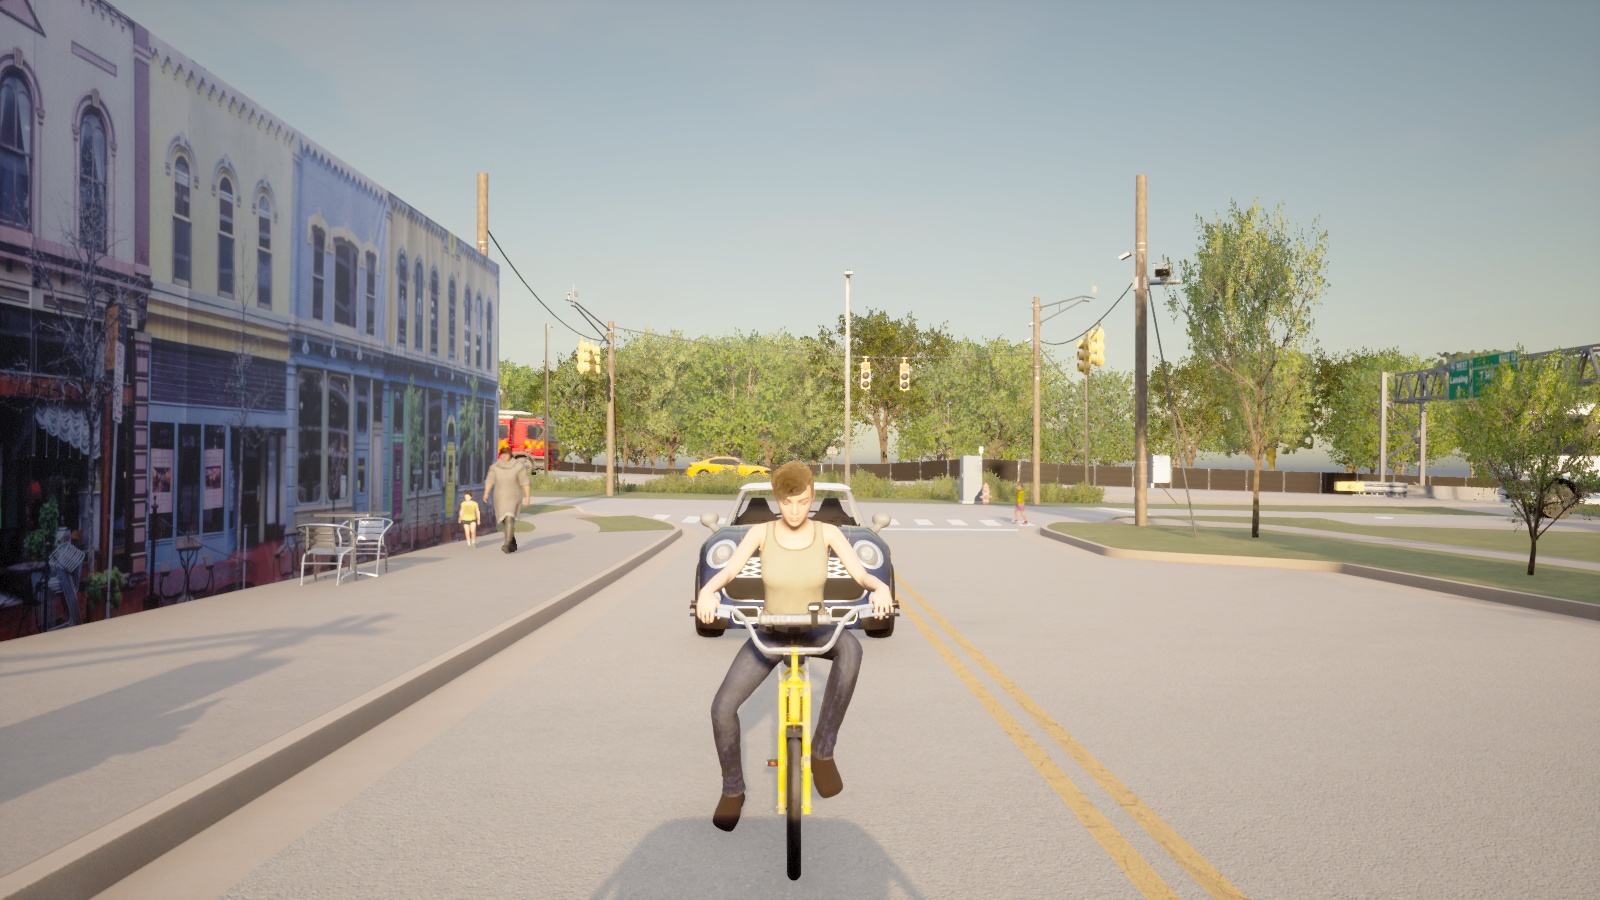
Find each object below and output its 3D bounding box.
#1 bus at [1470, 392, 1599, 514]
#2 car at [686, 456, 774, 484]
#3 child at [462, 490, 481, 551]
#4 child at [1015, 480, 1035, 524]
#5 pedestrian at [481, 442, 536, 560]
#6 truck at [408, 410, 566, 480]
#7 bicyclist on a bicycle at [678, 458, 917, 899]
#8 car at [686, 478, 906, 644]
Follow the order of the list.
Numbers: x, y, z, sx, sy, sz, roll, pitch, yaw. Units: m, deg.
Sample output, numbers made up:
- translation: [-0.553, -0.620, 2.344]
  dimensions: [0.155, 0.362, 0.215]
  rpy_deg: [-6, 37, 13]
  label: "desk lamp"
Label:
- translation: [30.172, 0.188, 45.107]
  dimensions: [10.273, 4.253, 3.944]
  rpy_deg: [1, -1, 19]
  label: "bus"
- translation: [-4.033, 1.179, 73.375]
  dimensions: [5.008, 1.535, 1.882]
  rpy_deg: [1, -1, 0]
  label: "car"
- translation: [-6.084, 1.308, 23.253]
  dimensions: [0.255, 1.110, 0.394]
  rpy_deg: [0, -1, -1]
  label: "child"
- translation: [5.976, 1.382, 33.395]
  dimensions: [0.473, 1.160, 0.299]
  rpy_deg: [0, -1, 0]
  label: "child"
- translation: [-4.944, 0.857, 21.348]
  dimensions: [0.659, 1.952, 0.873]
  rpy_deg: [0, -1, 6]
  label: "pedestrian"
- translation: [-18.186, -0.264, 73.335]
  dimensions: [8.468, 3.827, 2.891]
  rpy_deg: [1, -1, 0]
  label: "truck"
- translation: [-0.017, 0.853, 5.334]
  dimensions: [0.866, 1.612, 1.509]
  rpy_deg: [0, -1, -1]
  label: "bicyclist on a bicycle"
- translation: [-0.039, 1.037, 13.186]
  dimensions: [1.970, 1.475, 3.806]
  rpy_deg: [0, -1, 0]
  label: "car"
